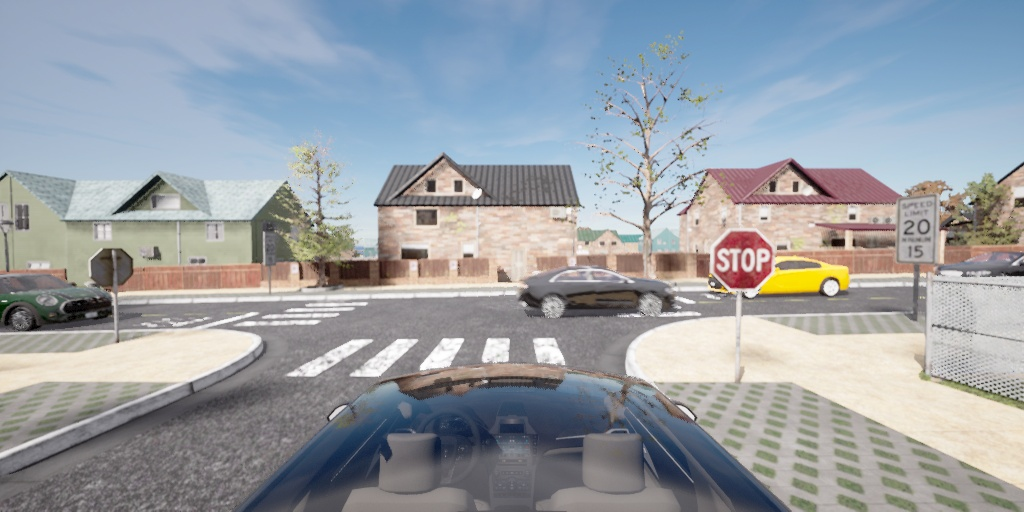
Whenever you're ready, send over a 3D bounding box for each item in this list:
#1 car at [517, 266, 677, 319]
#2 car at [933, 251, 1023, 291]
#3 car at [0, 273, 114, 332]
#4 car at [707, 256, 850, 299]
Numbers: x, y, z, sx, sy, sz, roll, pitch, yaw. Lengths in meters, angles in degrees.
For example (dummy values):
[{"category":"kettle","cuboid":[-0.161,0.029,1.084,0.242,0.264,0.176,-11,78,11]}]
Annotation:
[{"category":"car","cuboid":[2.596,1.055,11.416,4.902,1.511,2.128,-1,1,0]},{"category":"car","cuboid":[19.902,0.571,14.316,4.902,1.511,2.128,-1,1,0]},{"category":"car","cuboid":[-15.700,1.349,11.455,4.553,1.767,2.097,-1,1,0]},{"category":"car","cuboid":[10.473,0.780,14.305,5.008,1.535,1.882,-1,1,-1]}]
